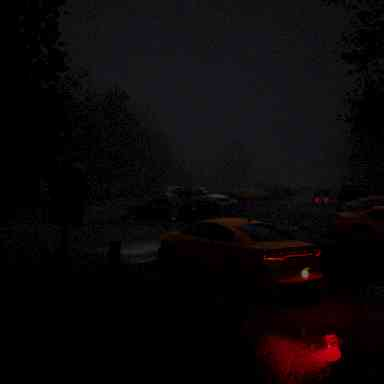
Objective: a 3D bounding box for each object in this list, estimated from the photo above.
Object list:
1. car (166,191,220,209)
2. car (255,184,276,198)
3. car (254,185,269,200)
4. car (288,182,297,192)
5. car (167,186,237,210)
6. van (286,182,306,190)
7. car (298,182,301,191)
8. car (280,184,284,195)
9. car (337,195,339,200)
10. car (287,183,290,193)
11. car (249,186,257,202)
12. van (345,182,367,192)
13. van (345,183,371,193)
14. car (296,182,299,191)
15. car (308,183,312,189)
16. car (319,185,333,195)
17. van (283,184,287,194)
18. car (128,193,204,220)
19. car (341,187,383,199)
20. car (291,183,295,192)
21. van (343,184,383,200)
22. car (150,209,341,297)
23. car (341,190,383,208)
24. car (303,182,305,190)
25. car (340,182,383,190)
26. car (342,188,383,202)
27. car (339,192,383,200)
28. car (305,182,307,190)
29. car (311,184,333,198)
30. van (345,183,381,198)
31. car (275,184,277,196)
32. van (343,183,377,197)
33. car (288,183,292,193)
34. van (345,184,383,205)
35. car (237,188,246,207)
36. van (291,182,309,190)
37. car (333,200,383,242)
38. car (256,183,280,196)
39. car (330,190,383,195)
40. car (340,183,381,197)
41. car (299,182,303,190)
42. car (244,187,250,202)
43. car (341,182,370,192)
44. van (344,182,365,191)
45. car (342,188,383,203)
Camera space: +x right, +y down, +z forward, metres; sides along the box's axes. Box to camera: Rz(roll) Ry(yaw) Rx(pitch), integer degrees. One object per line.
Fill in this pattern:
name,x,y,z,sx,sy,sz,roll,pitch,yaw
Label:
car,-0.801,0.929,24.577,5.008,1.535,2.097,1,3,25
car,7.475,0.170,42.141,5.366,1.575,1.946,1,3,25
car,6.030,0.263,39.887,5.366,1.575,1.946,1,3,25
car,16.407,-0.540,62.458,5.366,1.575,1.946,1,2,25
car,0.378,0.569,27.076,5.566,2.045,2.435,1,3,25
van,25.743,-1.445,82.591,4.442,1.987,1.878,1,2,25
car,18.888,-0.704,67.425,4.892,1.521,2.231,1,2,25
car,10.807,-0.077,49.762,4.792,1.488,2.163,1,2,25
car,11.050,1.159,19.129,4.792,1.488,2.163,1,3,25
car,13.072,-0.249,54.830,4.792,1.488,2.163,1,2,25
car,3.662,0.485,34.737,5.366,1.575,1.946,1,3,25
van,36.675,-1.155,74.503,4.442,1.987,1.878,1,2,25
van,32.049,-0.814,64.440,4.442,1.987,1.878,1,2,25
car,17.741,-0.618,64.899,4.892,1.521,2.231,1,2,25
car,27.034,-1.554,85.051,5.566,2.045,2.435,1,2,25
car,22.851,-0.329,56.545,1.882,1.535,5.008,1,2,25
van,12.046,-0.416,52.239,4.442,1.987,1.878,1,2,25
car,-1.992,1.067,22.072,4.792,1.488,2.163,1,3,25
car,22.642,0.096,44.254,5.008,1.535,2.097,1,2,25
car,15.390,-0.420,59.872,4.792,1.488,2.163,1,2,25
van,21.376,-0.043,41.764,4.442,1.987,1.878,1,2,24
car,0.886,1.394,8.462,1.882,1.535,5.008,2,-1,-31
car,16.833,0.612,31.701,4.792,1.488,2.163,1,3,25
car,22.343,-1.087,74.995,4.553,1.767,2.185,1,2,25
car,15.728,0.442,29.151,5.566,2.045,2.435,1,3,25
car,20.352,0.305,39.217,4.792,1.488,2.163,1,2,25
car,10.000,1.109,16.695,4.553,1.767,2.185,1,3,25
car,23.525,-1.047,77.510,5.008,1.535,2.097,1,2,25
car,18.552,0.002,47.194,2.128,1.511,4.902,1,2,25
van,23.900,-0.213,46.716,4.442,1.987,1.878,1,2,25
car,8.456,0.074,44.734,4.892,1.521,2.231,1,3,25
van,24.845,-0.302,49.329,4.442,1.987,1.878,1,2,25
car,14.231,-0.334,57.351,4.792,1.488,2.163,1,2,25
van,18.172,0.248,34.257,4.442,1.987,1.878,1,3,25
car,1.681,0.709,29.542,5.366,1.575,1.946,1,3,25
van,29.213,-1.627,90.142,4.442,1.987,1.878,1,1,25
car,8.810,1.343,14.200,5.008,1.535,2.097,1,3,25
car,9.651,-0.144,47.238,4.553,1.767,2.185,1,2,25
car,13.221,0.905,24.222,5.366,1.575,1.946,1,3,25
car,26.082,-0.411,51.806,5.566,2.045,2.435,1,2,25
car,19.884,-0.796,70.021,5.366,1.575,1.946,1,2,25
car,2.677,0.601,32.137,4.892,1.521,2.231,1,3,25
car,35.387,-1.097,72.046,5.566,2.045,2.435,1,2,25
van,38.780,-1.329,79.639,4.442,1.987,1.878,1,2,25
car,19.250,0.398,36.820,4.792,1.488,2.163,1,3,25
